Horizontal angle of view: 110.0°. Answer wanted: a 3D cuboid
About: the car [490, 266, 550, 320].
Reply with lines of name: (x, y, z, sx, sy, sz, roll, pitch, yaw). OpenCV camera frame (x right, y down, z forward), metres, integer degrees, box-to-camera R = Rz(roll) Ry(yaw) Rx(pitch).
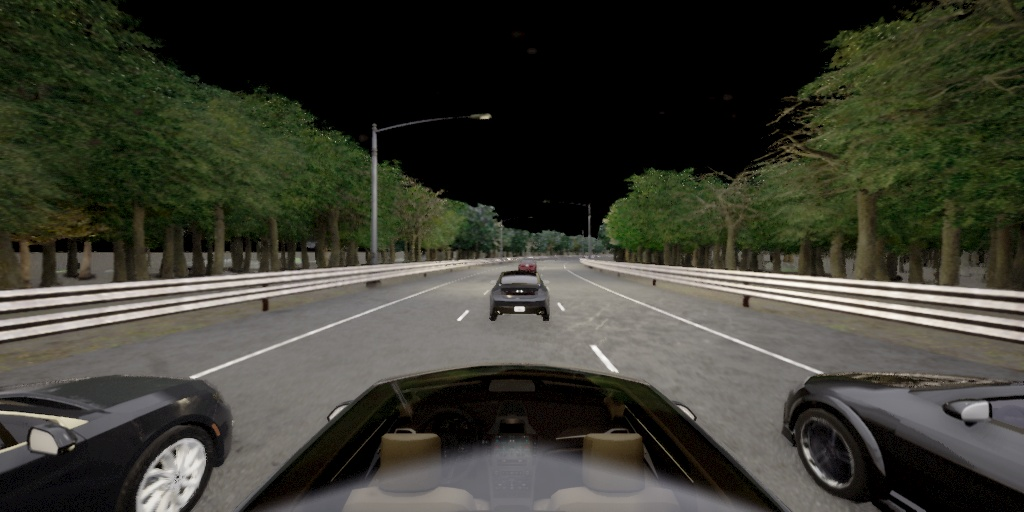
car: (0.275, 1.252, 12.555, 1.837, 1.490, 4.892, 0, 0, 1)

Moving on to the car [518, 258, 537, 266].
car: (1.882, 1.071, 42.421, 2.097, 1.767, 4.553, 0, 0, 5)

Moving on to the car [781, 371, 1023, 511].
car: (3.629, 1.317, 1.780, 1.994, 1.385, 4.181, 0, 0, 0)

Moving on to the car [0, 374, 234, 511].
car: (-3.373, 1.252, 1.157, 1.837, 1.490, 4.892, 0, 0, 0)
